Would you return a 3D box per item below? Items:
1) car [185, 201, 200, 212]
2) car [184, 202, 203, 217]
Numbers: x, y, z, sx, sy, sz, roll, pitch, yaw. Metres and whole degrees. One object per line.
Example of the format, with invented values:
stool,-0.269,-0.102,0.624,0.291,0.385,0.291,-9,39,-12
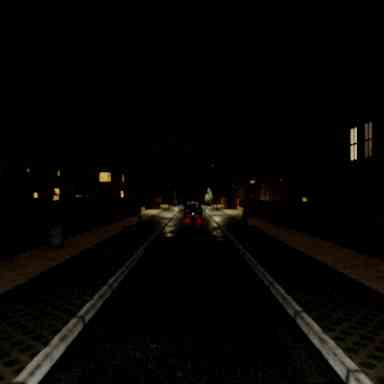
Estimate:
car,0.084,1.953,44.794,1.895,1.301,4.718,0,-1,0
car,0.089,1.863,34.488,1.895,1.301,4.718,0,0,0
